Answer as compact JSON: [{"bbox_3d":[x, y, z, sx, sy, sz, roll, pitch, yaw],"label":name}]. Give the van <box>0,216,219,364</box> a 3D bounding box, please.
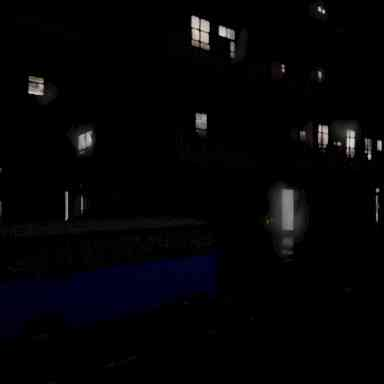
[{"bbox_3d":[-1.416,1.340,5.555,3.998,1.788,1.690,0,0,-35],"label":"van"}]
